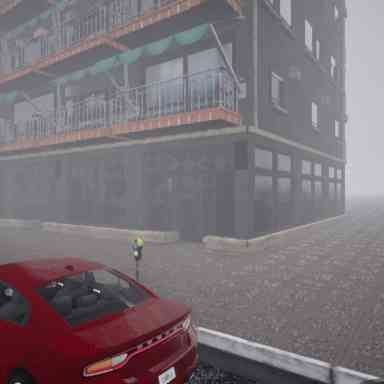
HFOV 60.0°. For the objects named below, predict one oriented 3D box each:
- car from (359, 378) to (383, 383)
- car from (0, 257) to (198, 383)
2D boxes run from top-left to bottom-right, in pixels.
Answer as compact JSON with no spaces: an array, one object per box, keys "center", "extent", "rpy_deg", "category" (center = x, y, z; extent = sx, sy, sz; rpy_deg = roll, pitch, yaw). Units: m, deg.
[{"center":[2.551,1.566,1.059],"extent":[4.313,1.339,1.947],"rpy_deg":[0,0,35],"category":"car"},{"center":[-2.042,1.545,4.326],"extent":[4.507,1.381,1.887],"rpy_deg":[0,0,35],"category":"car"}]
